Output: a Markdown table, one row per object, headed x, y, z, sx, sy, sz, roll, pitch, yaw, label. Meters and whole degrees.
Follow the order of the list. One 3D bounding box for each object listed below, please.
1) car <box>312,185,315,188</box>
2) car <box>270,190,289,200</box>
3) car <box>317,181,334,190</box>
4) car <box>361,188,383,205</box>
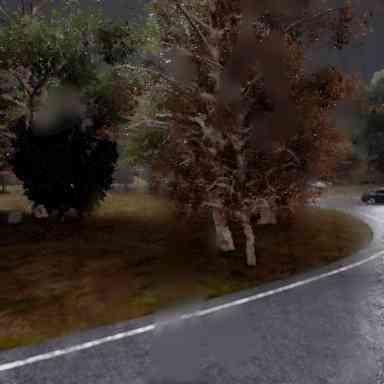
| x | y | z | sx | sy | sz | roll | pitch | yaw | label |
| --- | --- | --- | --- | --- | --- | --- | --- | --- | --- |
| 14.219 | -0.127 | 44.546 | 2.097 | 1.767 | 4.553 | -3 | 2 | 0 | car |
| 10.817 | 0.247 | 44.667 | 2.033 | 1.411 | 5.357 | -3 | 2 | -2 | car |
| 24.350 | -1.249 | 61.761 | 4.674 | 1.442 | 1.812 | -4 | 2 | -23 | car |
| 17.929 | 0.398 | 29.895 | 4.892 | 1.490 | 1.837 | -1 | 3 | 44 | car |
